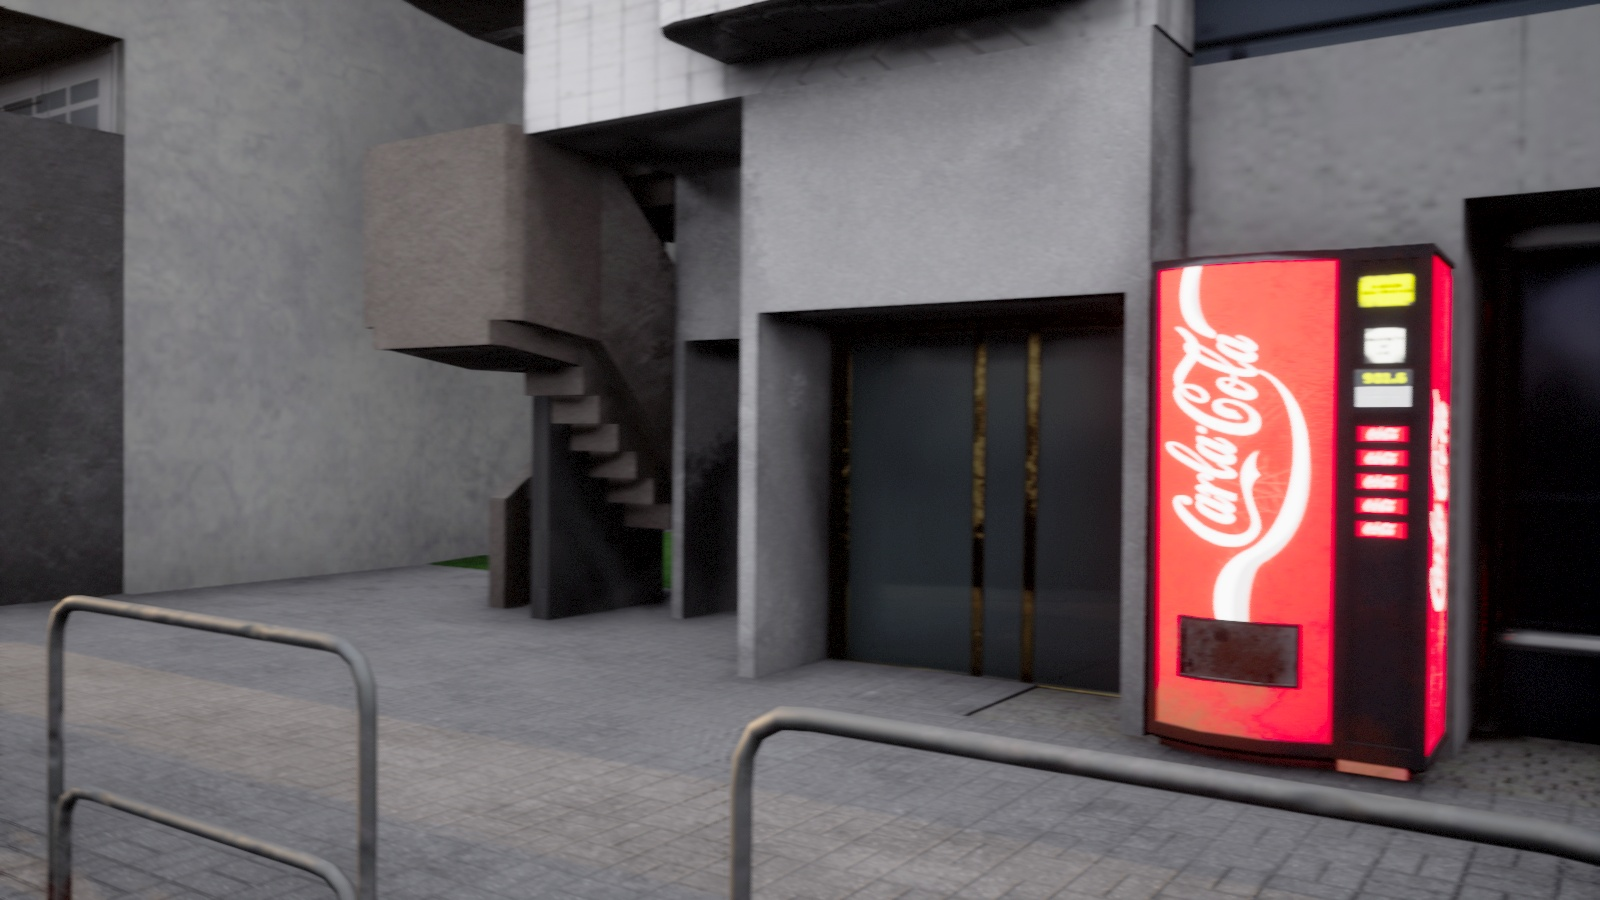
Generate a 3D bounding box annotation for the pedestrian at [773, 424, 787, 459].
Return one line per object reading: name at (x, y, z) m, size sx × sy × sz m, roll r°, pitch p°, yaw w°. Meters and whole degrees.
pedestrian at (-1.057, -0.465, 66.476) m, size 0.376 × 1.854 × 0.720 m, roll 0°, pitch 1°, yaw 33°
